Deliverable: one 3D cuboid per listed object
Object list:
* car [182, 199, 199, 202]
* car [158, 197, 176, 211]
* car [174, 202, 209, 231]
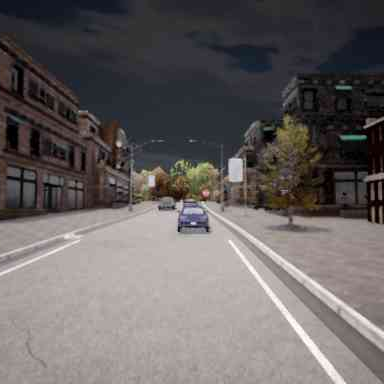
[{"bbox_3d":[-0.187,1.541,40.625,2.128,1.511,4.902,0,0,-1],"label":"car"},{"bbox_3d":[-3.099,1.401,42.121,2.097,1.767,4.553,0,0,0],"label":"car"},{"bbox_3d":[0.059,1.550,20.443,1.812,1.442,4.674,0,0,0],"label":"car"}]
